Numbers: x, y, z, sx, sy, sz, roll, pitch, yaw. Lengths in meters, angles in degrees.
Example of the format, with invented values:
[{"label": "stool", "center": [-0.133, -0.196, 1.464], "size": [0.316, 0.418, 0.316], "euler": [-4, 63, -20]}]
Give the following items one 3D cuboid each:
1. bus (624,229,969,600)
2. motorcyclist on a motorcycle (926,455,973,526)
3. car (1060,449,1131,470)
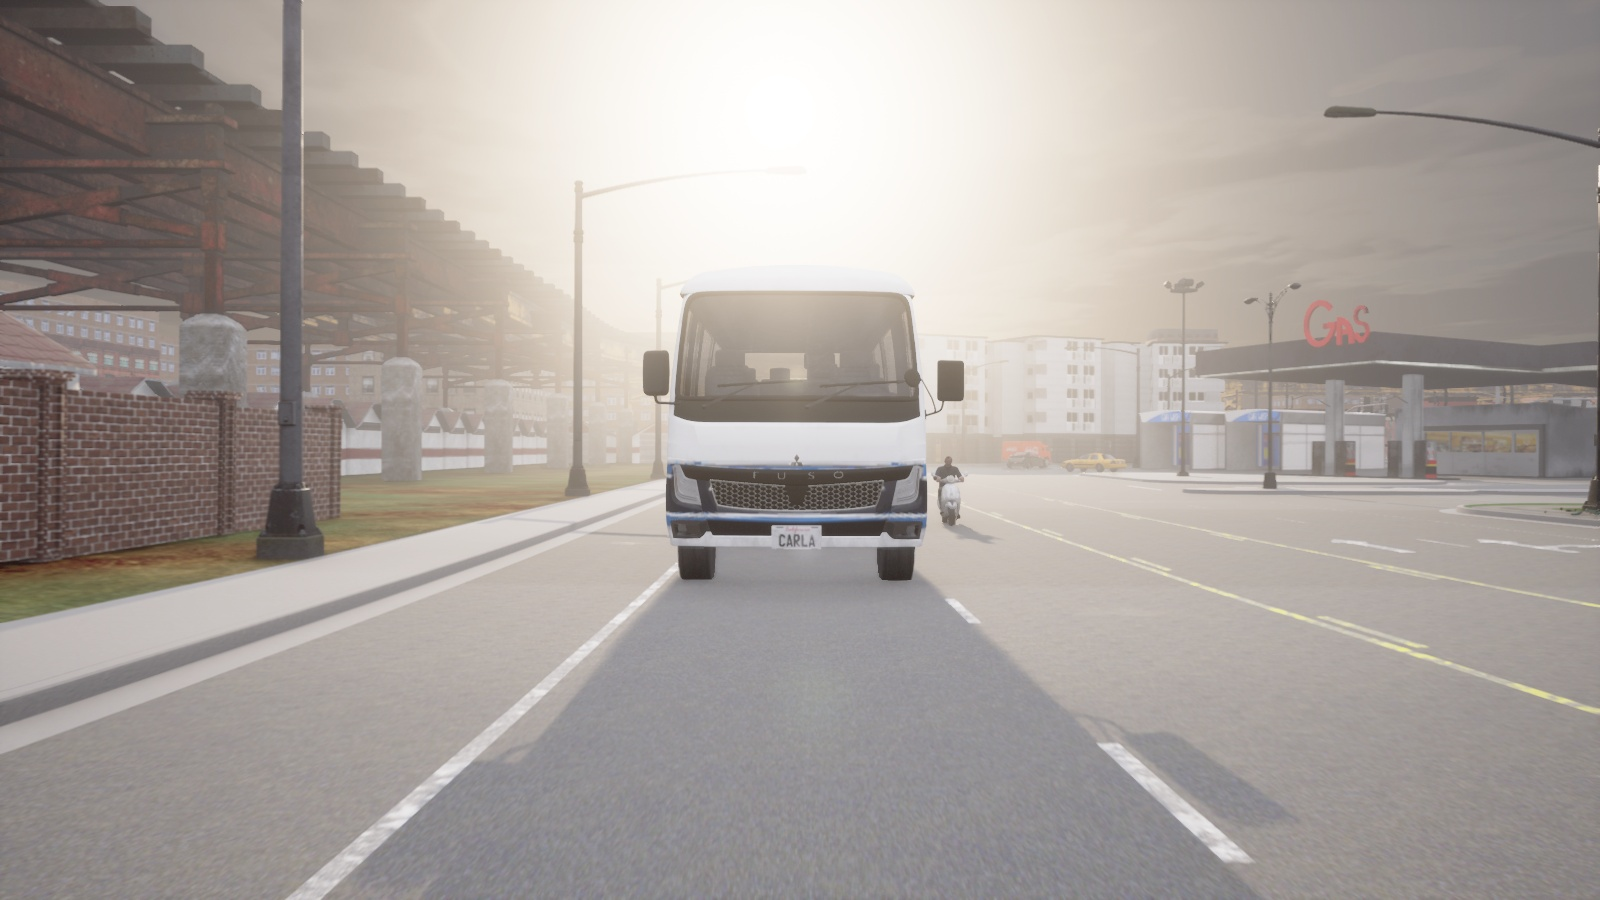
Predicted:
[{"label": "bus", "center": [-0.051, -0.402, 19.578], "size": [3.944, 4.253, 10.273], "euler": [0, 0, 0]}, {"label": "motorcyclist on a motorcycle", "center": [3.432, 0.907, 28.997], "size": [0.866, 1.590, 1.817], "euler": [0, 0, 0]}, {"label": "car", "center": [22.482, 0.709, 95.753], "size": [1.801, 1.575, 5.366], "euler": [0, 0, -37]}]
